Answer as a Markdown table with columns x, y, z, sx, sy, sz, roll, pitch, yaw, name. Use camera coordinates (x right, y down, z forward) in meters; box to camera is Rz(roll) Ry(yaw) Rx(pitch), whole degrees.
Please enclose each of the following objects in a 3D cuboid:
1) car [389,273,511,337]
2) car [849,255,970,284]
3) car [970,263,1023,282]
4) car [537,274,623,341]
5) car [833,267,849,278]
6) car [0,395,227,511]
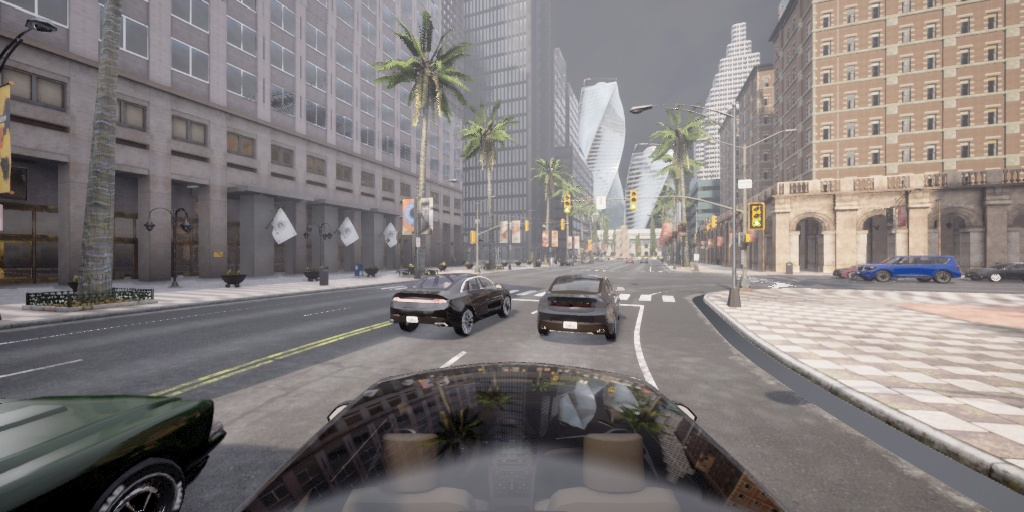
| x | y | z | sx | sy | sz | roll | pitch | yaw | name |
| --- | --- | --- | --- | --- | --- | --- | --- | --- | --- |
| -1.496 | 1.242 | 10.506 | 2.128 | 1.511 | 4.902 | 0 | 0 | 19 | car |
| 29.834 | 0.971 | 27.208 | 5.566 | 2.045 | 2.150 | 0 | 0 | 21 | car |
| 38.505 | 1.255 | 27.575 | 4.892 | 1.490 | 1.837 | 0 | 0 | 21 | car |
| 2.027 | 1.255 | 10.089 | 1.837 | 1.490 | 4.892 | 0 | 0 | 18 | car |
| 30.344 | 1.314 | 30.767 | 4.181 | 1.385 | 1.994 | 0 | 0 | 21 | car |
| -3.312 | 1.351 | 0.795 | 1.895 | 1.301 | 4.718 | 0 | 0 | 1 | car |
